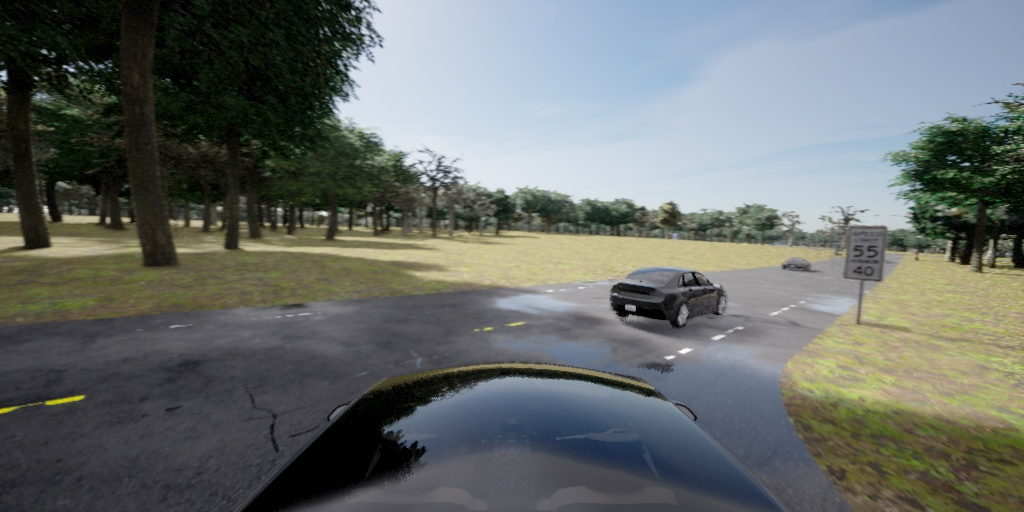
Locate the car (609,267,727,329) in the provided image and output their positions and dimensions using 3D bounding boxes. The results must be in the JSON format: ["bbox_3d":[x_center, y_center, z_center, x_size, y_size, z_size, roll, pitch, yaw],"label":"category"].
[{"bbox_3d":[4.847,1.090,10.817,4.892,1.490,1.837,0,4,-42],"label":"car"}]

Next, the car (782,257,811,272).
[{"bbox_3d":[31.067,0.873,39.093,4.181,1.385,1.994,0,4,-42],"label":"car"}]
